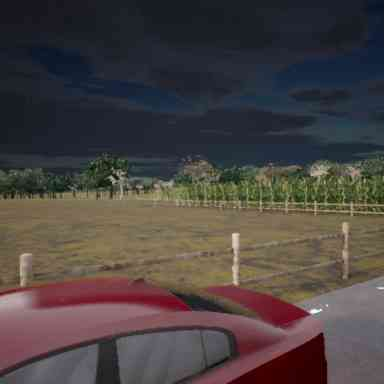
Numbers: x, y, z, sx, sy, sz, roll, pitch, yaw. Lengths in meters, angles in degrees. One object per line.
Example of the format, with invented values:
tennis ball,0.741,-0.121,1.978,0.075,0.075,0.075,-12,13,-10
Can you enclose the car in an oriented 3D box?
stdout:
car,-1.121,1.477,2.270,5.008,1.535,1.882,0,0,-35
